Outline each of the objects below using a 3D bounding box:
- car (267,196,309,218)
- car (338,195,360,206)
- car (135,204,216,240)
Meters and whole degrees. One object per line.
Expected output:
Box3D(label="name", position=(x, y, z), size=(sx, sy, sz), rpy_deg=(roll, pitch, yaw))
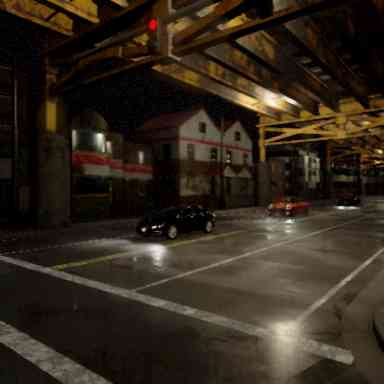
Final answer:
Box3D(label="car", position=(8.102, 1.167, 27.946), size=(2.097, 1.767, 4.553), rpy_deg=(0, 0, 38))
Box3D(label="car", position=(20.720, 1.147, 43.782), size=(1.994, 1.385, 4.181), rpy_deg=(0, 1, 38))
Box3D(label="car", position=(-0.685, 1.425, 16.820), size=(1.837, 1.490, 4.892), rpy_deg=(0, 0, 38))
